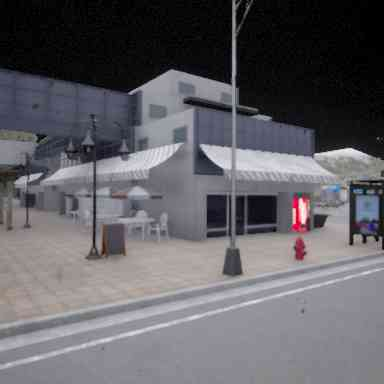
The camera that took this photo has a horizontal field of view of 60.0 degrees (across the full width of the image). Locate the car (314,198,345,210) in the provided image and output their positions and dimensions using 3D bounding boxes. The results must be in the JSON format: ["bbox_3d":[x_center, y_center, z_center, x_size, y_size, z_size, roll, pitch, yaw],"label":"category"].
[{"bbox_3d":[20.042,1.772,49.490,5.027,1.636,2.152,1,0,-36],"label":"car"}]

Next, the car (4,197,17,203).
[{"bbox_3d":[-39.045,1.801,70.327,4.674,1.442,1.812,1,0,-36],"label":"car"}]
